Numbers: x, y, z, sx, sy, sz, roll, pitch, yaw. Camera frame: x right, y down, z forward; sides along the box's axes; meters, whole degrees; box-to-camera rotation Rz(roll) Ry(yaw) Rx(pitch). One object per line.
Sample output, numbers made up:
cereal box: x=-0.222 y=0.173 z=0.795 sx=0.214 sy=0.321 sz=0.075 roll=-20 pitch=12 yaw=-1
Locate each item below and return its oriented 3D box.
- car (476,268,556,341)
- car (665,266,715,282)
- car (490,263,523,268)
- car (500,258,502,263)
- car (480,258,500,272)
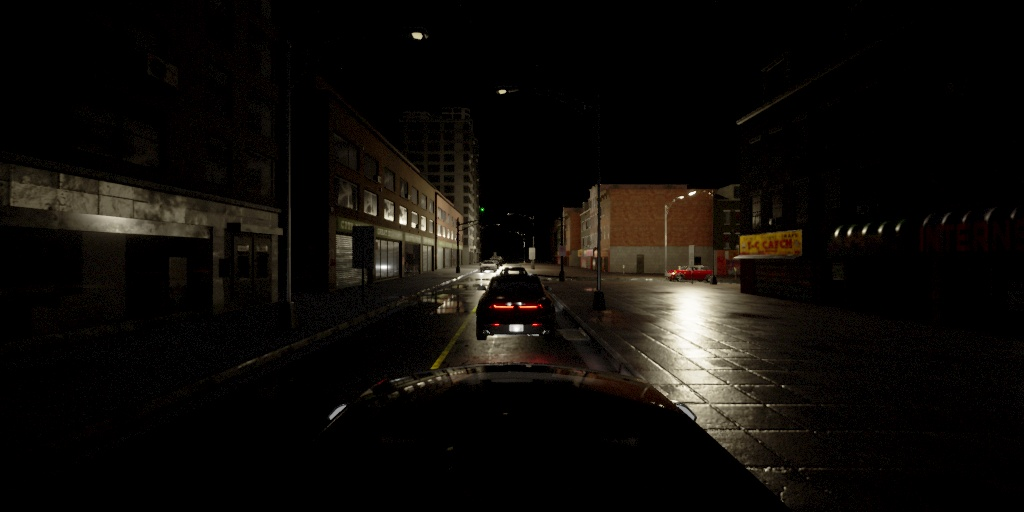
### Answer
car: x=0.084 y=1.259 z=9.909 sx=1.837 sy=1.490 sz=4.892 roll=0 pitch=0 yaw=0
car: x=16.327 y=1.587 z=33.110 sx=4.097 sy=1.591 sz=1.967 roll=0 pitch=0 yaw=0
car: x=0.090 y=1.305 z=19.524 sx=2.033 sy=1.411 sz=5.357 roll=0 pitch=0 yaw=0
car: x=-2.901 y=1.368 z=54.880 sx=1.895 sy=1.301 sz=4.718 roll=0 pitch=0 yaw=0
car: x=-2.900 y=1.293 z=45.062 sx=1.812 sy=1.442 sz=4.674 roll=0 pitch=0 yaw=1
